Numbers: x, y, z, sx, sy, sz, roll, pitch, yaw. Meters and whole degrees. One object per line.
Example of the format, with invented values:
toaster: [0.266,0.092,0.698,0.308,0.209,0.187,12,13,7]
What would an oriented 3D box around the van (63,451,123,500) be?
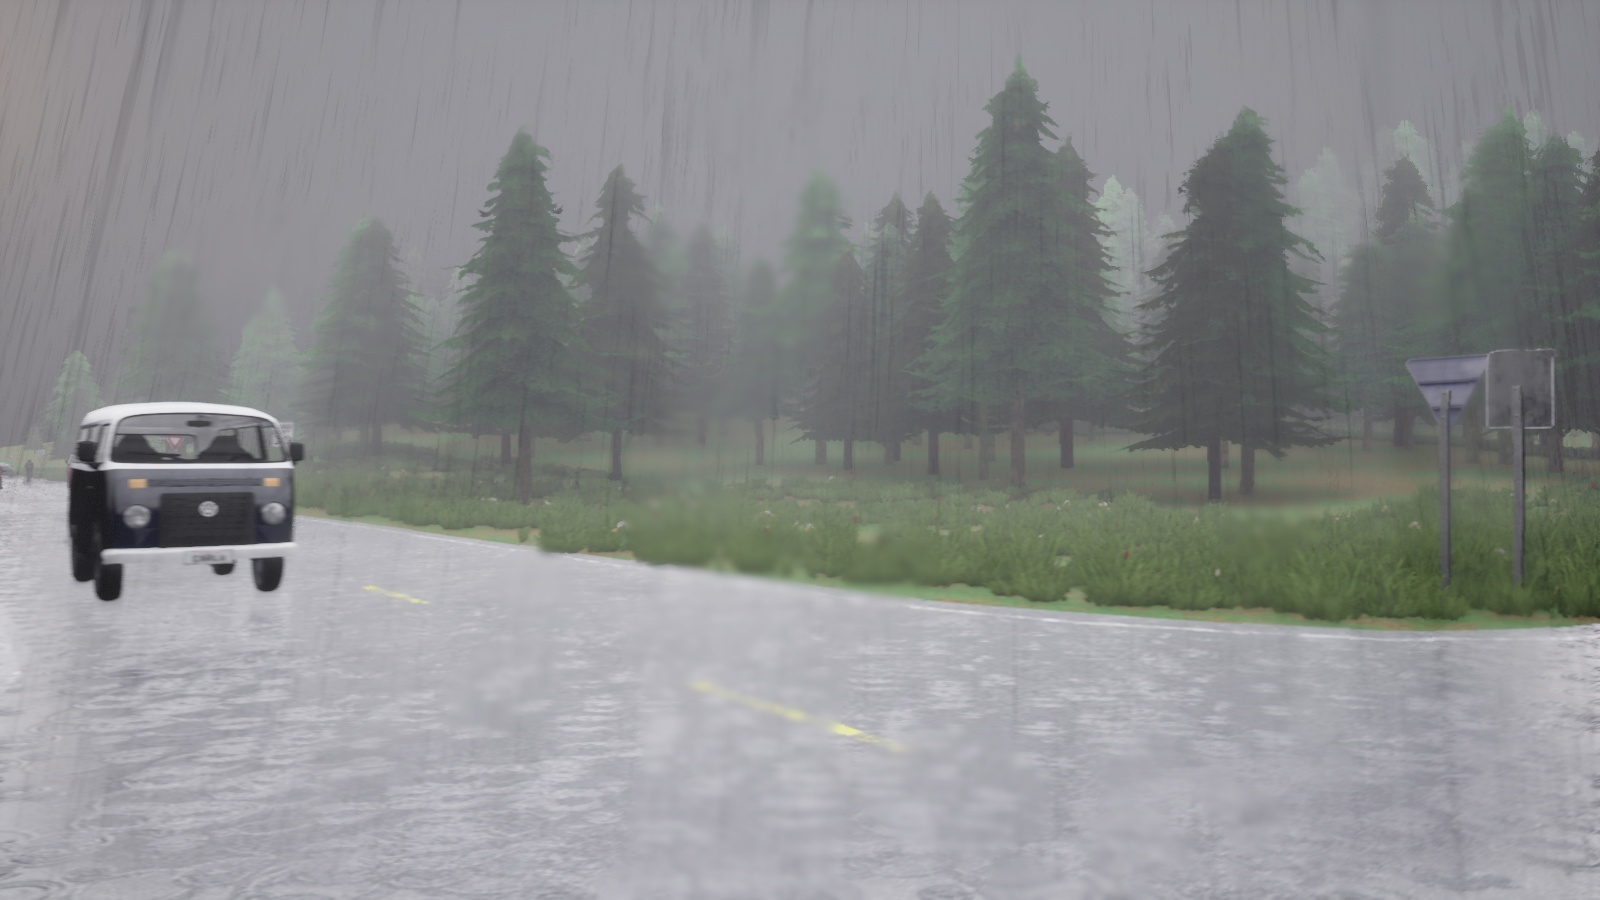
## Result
van: [-29.627,1.041,52.571,1.775,1.987,4.442,0,-1,-35]

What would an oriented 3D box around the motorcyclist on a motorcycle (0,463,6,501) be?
motorcyclist on a motorcycle: [-32.704,1.276,50.867,0.797,1.523,2.044,0,-1,-35]

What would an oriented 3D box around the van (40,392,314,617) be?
van: [-6.990,0.518,13.801,2.069,2.038,4.480,0,-1,-35]
